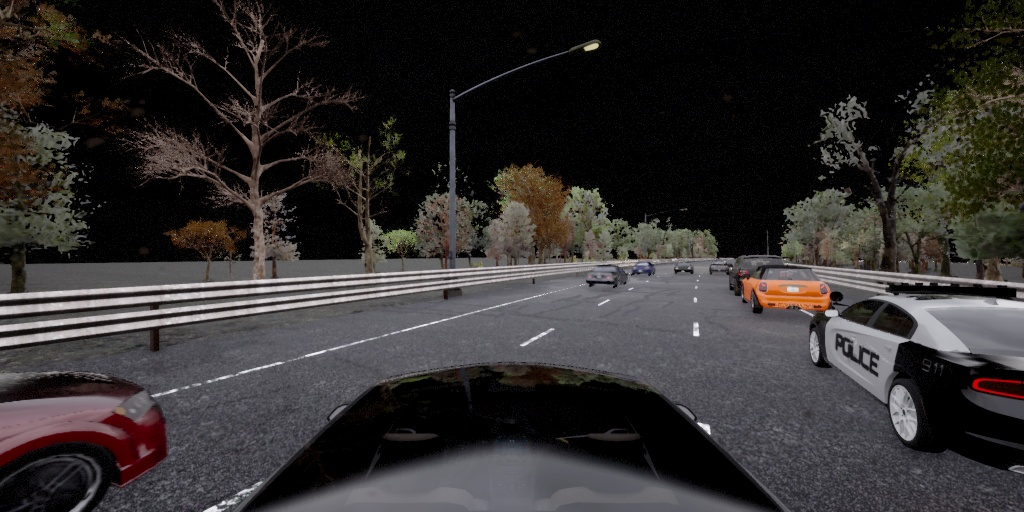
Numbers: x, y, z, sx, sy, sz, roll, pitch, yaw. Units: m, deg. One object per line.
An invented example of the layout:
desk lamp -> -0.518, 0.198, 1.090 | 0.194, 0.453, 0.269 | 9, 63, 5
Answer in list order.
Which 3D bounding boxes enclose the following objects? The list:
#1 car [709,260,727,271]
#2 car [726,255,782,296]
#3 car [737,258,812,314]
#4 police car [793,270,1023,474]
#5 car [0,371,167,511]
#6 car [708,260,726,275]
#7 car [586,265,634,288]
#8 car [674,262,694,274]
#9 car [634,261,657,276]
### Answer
car -> 29.222, 1.332, 50.852 | 2.033, 1.411, 5.357 | 0, 0, 30
car -> 12.761, 0.978, 18.755 | 2.150, 2.045, 5.566 | 0, 0, 28
car -> 10.015, 1.102, 13.438 | 2.097, 1.767, 4.553 | 0, 0, 27
police car -> 5.637, 1.175, 4.743 | 1.930, 1.638, 5.238 | 0, 0, 26
car -> -4.648, 1.314, 1.782 | 1.994, 1.385, 4.181 | 0, 0, 26
car -> 22.675, 1.261, 39.232 | 2.128, 1.511, 4.902 | 0, 0, 30
car -> 6.397, 1.301, 23.709 | 2.033, 1.411, 5.357 | 0, 0, 28
car -> 19.547, 1.369, 40.646 | 1.895, 1.301, 4.718 | 0, 0, 29
car -> 13.791, 1.289, 37.450 | 1.812, 1.442, 4.674 | 0, 0, 29
